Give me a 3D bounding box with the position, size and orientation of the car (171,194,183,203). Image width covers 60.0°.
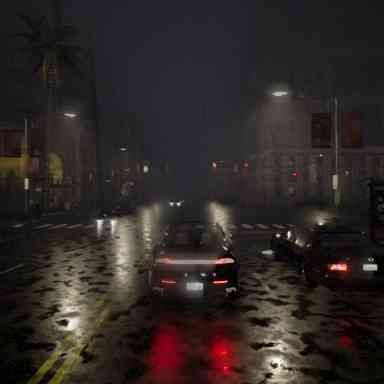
[{"bbox_3d":[-3.492,1.595,71.623,1.895,1.301,4.718,0,0,0],"label":"car"}]

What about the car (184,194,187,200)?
[{"bbox_3d":[-2.713,1.355,91.427,2.097,1.767,4.553,0,0,10],"label":"car"}]

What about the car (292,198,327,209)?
[{"bbox_3d":[15.751,1.525,44.726,4.674,1.442,1.812,0,0,0],"label":"car"}]

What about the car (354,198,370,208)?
[{"bbox_3d":[26.259,1.478,48.299,5.008,1.535,1.882,0,0,0],"label":"car"}]

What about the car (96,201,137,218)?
[{"bbox_3d":[-6.705,1.547,30.255,2.033,1.411,5.357,0,0,11],"label":"car"}]

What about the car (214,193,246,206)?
[{"bbox_3d":[6.376,1.352,53.159,2.097,1.767,4.553,0,0,-44],"label":"car"}]

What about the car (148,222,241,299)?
[{"bbox_3d":[0.060,1.492,8.425,2.128,1.511,4.902,0,0,0],"label":"car"}]

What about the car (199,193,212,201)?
[{"bbox_3d":[3.569,1.478,84.952,1.882,1.535,5.008,0,0,3],"label":"car"}]

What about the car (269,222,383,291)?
[{"bbox_3d":[3.563,1.547,9.127,2.033,1.411,5.357,0,0,0],"label":"car"}]
